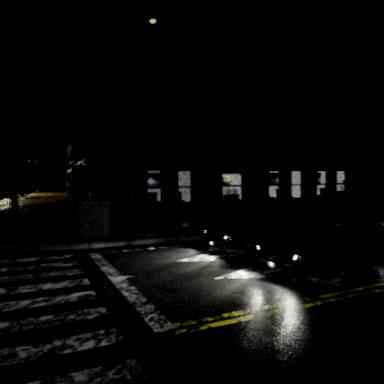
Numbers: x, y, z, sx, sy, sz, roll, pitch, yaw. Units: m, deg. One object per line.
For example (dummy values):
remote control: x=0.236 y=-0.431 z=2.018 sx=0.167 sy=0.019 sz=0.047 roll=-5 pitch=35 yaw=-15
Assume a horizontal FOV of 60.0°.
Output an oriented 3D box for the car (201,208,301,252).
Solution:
car: x=3.052 y=1.310 z=12.324 sx=5.357 sy=1.411 sz=2.033 roll=0 pitch=1 yaw=-26

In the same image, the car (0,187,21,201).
car: x=-25.973 y=0.290 z=46.869 sx=2.192 sy=1.841 sz=5.009 roll=-2 pitch=2 yaw=-24

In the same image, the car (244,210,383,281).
car: x=4.343 y=1.370 z=9.339 sx=5.357 sy=1.411 sz=2.033 roll=0 pitch=1 yaw=-26
